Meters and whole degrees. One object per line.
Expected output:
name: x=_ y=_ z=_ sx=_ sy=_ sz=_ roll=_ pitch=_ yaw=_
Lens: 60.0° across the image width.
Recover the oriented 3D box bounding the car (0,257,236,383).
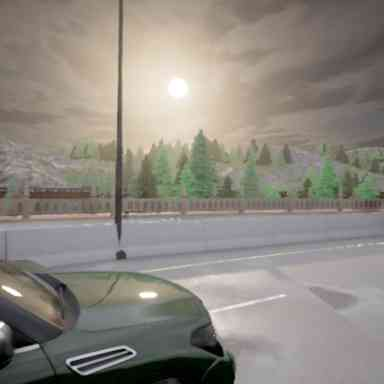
car: x=-2.268 y=1.204 z=2.055 sx=5.566 sy=2.045 sz=2.150 roll=0 pitch=0 yaw=-36

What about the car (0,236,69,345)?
car: x=-4.469 y=1.565 z=4.777 sx=4.718 sy=1.301 sz=1.895 roll=0 pitch=0 yaw=-36
